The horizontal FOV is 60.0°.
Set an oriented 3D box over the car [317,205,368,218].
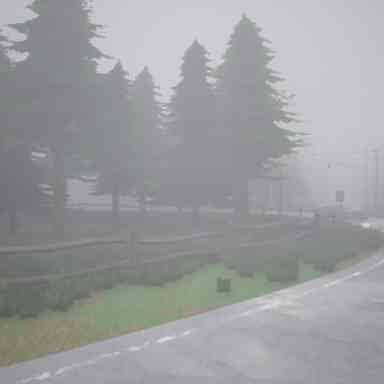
[{"bbox_3d":[13.125,1.835,29.524,2.033,1.411,5.357,1,0,-9],"label":"car"}]
